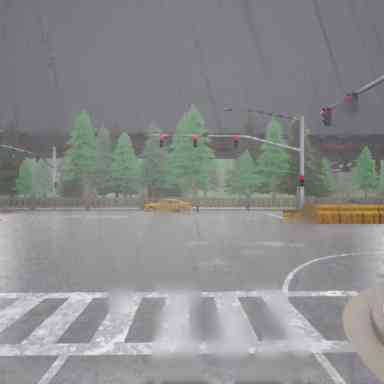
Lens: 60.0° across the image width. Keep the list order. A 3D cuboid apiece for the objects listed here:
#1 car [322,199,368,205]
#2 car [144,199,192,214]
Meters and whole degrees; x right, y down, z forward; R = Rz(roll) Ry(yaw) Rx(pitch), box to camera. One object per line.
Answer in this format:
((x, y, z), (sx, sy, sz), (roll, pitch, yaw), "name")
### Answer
((16.256, 1.491, 35.586), (4.902, 1.511, 2.128), (0, 0, -2), "car")
((-2.529, 1.477, 35.015), (5.008, 1.535, 1.882), (0, 0, -2), "car")
